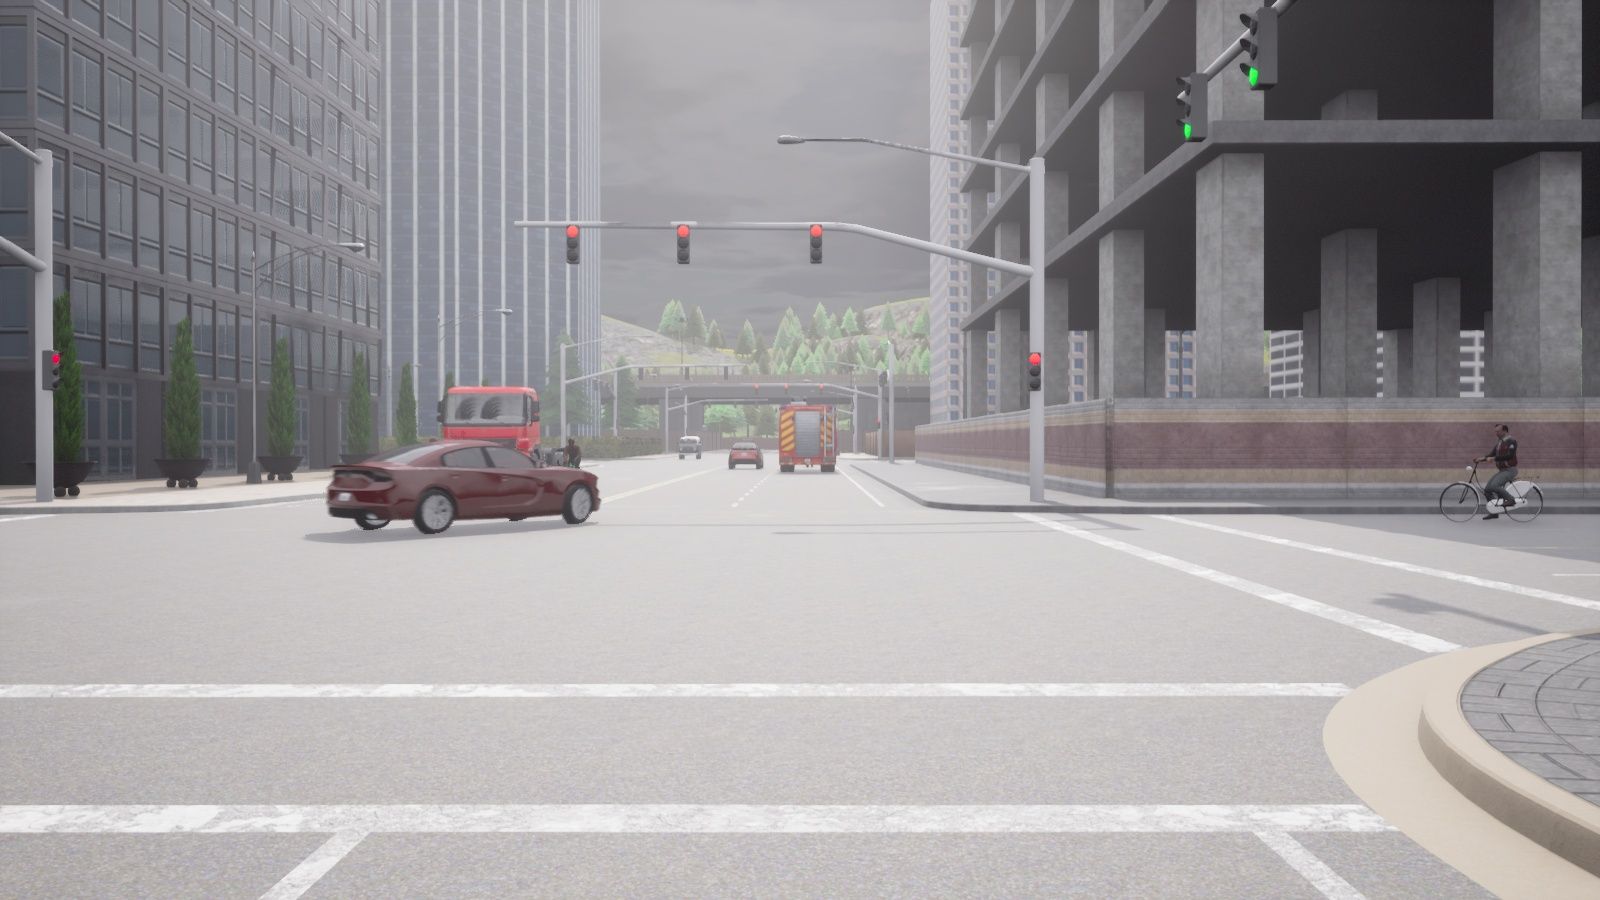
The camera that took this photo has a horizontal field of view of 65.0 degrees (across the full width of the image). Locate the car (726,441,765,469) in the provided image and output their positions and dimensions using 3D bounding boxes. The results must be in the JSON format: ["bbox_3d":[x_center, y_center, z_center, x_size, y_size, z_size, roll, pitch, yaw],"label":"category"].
[{"bbox_3d":[-3.074,0.275,71.449,2.007,1.525,4.514,0,0,0],"label":"car"}]

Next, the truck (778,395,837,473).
[{"bbox_3d":[0.394,-0.800,65.806,2.891,3.827,8.468,0,0,0],"label":"truck"}]

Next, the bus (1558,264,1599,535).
[{"bbox_3d":[17.662,-0.780,18.774,10.273,4.253,3.944,0,0,0],"label":"bus"}]

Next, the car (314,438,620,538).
[{"bbox_3d":[-5.600,0.564,21.750,1.882,1.535,5.008,1,1,37],"label":"car"}]

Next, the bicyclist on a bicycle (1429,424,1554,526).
[{"bbox_3d":[12.256,0.442,22.293,1.843,1.776,0.659,0,0,0],"label":"bicyclist on a bicycle"}]

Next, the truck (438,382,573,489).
[{"bbox_3d":[-10.232,-0.503,44.545,2.891,3.462,7.936,0,0,0],"label":"truck"}]
